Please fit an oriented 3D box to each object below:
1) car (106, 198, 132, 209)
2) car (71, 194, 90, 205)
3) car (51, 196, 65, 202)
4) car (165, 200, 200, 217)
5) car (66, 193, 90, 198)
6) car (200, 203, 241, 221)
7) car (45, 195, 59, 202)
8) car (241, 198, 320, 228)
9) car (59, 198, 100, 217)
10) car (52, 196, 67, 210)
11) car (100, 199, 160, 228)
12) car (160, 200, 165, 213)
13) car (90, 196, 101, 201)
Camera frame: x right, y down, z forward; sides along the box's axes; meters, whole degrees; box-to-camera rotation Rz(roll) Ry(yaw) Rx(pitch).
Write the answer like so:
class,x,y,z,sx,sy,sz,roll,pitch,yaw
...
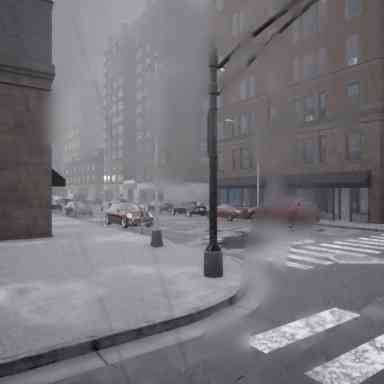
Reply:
class,x,y,z,sx,sy,sz,roll,pitch,yaw
car,-9.894,1.532,44.738,1.947,1.339,4.313,0,0,-35
car,-20.044,1.298,59.596,2.097,1.767,4.553,0,0,-35
car,-28.973,1.477,71.838,2.008,1.369,4.403,0,0,-35
car,-0.355,1.550,31.188,1.947,1.339,4.313,0,0,-35
car,-18.214,1.176,51.761,2.150,2.045,5.566,0,0,-35
car,2.825,1.571,26.672,1.802,1.307,4.206,0,0,-35
car,-32.153,1.471,76.354,2.008,1.369,4.403,0,0,-35
car,6.005,1.309,22.155,2.192,1.841,5.009,0,0,-35
car,-10.493,1.529,30.779,2.008,1.369,4.403,0,0,-35
car,-16.855,1.511,39.814,1.887,1.381,4.507,0,0,-35
car,-4.132,1.430,21.742,1.967,1.590,4.097,0,0,-35
car,-3.535,1.529,35.706,2.008,1.369,4.403,0,0,-35
car,-16.004,1.457,53.915,1.837,1.490,4.892,0,0,-35
